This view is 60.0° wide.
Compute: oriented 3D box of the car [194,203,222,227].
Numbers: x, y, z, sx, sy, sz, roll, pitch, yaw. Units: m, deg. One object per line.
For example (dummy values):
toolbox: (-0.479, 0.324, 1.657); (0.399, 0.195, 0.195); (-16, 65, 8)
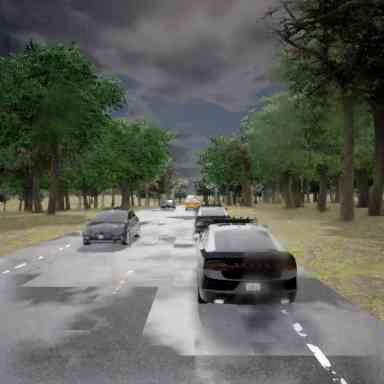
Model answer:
car: (1.077, 1.608, 24.216); (1.812, 1.442, 4.674); (0, 0, 0)

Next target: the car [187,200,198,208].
car: (0.069, 2.147, 60.743); (1.895, 1.301, 4.718); (0, -1, 0)

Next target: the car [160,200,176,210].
car: (-3.445, 1.857, 48.523); (1.994, 1.385, 4.181); (0, -1, 0)

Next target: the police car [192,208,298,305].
police car: (1.059, 1.436, 8.323); (1.930, 1.638, 5.238); (0, 0, 0)

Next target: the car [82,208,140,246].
car: (-3.582, 1.539, 15.489); (1.837, 1.490, 4.892); (0, 0, 0)

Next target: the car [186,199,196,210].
car: (0.096, 1.739, 46.252); (1.882, 1.535, 5.008); (0, -1, 1)

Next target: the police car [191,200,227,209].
police car: (1.071, 1.474, 18.326); (1.930, 1.638, 5.238); (0, 0, 0)
